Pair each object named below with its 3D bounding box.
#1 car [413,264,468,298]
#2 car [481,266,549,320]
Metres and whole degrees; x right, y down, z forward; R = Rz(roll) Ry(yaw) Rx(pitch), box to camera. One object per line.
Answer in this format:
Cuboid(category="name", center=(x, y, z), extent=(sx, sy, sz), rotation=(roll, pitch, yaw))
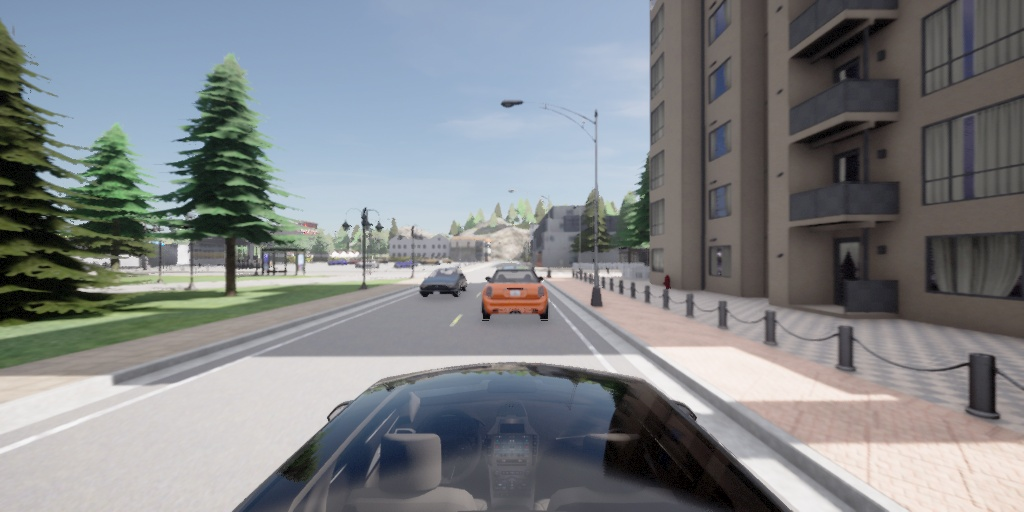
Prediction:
Cuboid(category="car", center=(-3.523, 1.358, 19.434), extent=(2.033, 1.411, 5.357), rotation=(0, 0, 0))
Cuboid(category="car", center=(0.092, 1.140, 12.885), extent=(2.097, 1.767, 4.553), rotation=(0, 0, 0))
